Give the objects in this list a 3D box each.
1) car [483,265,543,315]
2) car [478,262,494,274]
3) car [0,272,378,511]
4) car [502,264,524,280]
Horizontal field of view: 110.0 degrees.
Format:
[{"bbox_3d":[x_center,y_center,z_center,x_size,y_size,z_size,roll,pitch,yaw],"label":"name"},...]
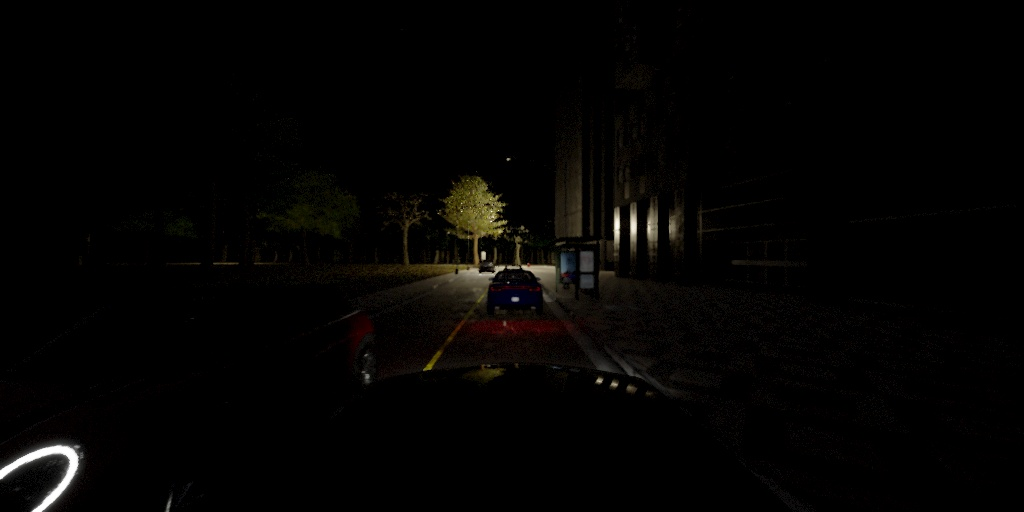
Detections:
[{"bbox_3d":[0.105,1.255,13.806,1.882,1.535,5.008,0,-1,0],"label":"car"},{"bbox_3d":[-3.079,1.464,44.514,2.033,1.411,5.357,0,0,0],"label":"car"},{"bbox_3d":[-3.099,1.102,3.566,2.097,1.767,4.553,0,0,0],"label":"car"},{"bbox_3d":[0.112,1.469,33.240,1.895,1.301,4.718,0,0,0],"label":"car"}]
